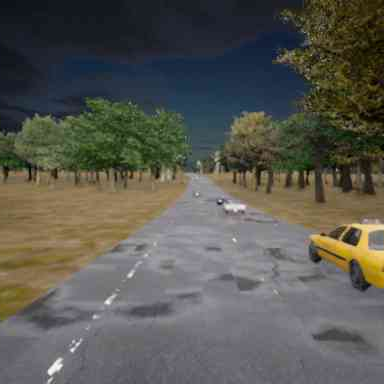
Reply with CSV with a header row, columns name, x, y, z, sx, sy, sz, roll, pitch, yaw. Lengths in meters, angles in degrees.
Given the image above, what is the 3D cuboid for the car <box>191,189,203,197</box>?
name,x,y,z,sx,sy,sz,roll,pitch,yaw
car,0.976,0.184,63.368,2.128,1.511,4.902,1,3,1

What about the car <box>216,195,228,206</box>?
name,x,y,z,sx,sy,sz,roll,pitch,yaw
car,4.176,1.074,44.268,1.895,1.301,4.718,1,2,1

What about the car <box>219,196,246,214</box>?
name,x,y,z,sx,sy,sz,roll,pitch,yaw
car,4.025,1.371,32.650,1.895,1.301,4.718,1,1,1

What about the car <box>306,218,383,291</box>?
name,x,y,z,sx,sy,sz,roll,pitch,yaw
car,4.663,1.477,8.982,1.801,1.575,5.366,1,0,1
